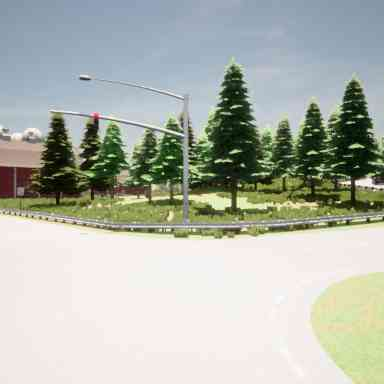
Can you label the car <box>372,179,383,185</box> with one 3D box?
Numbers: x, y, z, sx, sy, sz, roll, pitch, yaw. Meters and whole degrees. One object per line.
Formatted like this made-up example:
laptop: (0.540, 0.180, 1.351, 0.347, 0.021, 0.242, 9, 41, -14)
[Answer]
car: (29.087, -1.912, 51.437, 1.837, 1.490, 4.892, 0, 5, 21)
